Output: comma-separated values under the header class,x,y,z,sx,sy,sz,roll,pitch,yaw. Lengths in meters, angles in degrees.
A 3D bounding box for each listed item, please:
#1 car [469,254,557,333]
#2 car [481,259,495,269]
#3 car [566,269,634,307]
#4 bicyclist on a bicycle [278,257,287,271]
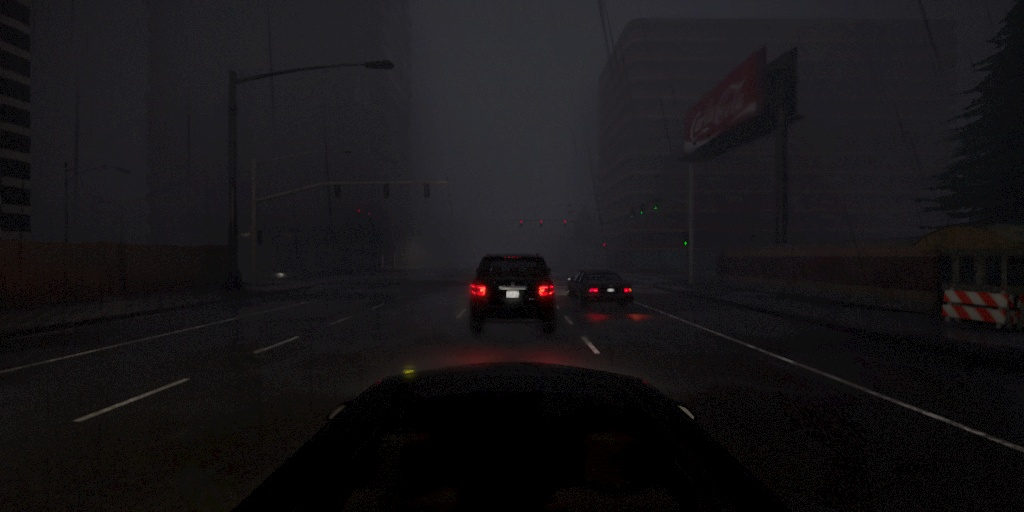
class,x,y,z,sx,sy,sz,roll,pitch,yaw
car,0.042,0.957,10.769,2.150,2.045,5.566,0,0,1
car,-3.563,1.191,54.959,1.812,1.442,4.674,0,0,0
car,3.574,1.275,15.402,2.033,1.411,5.357,0,0,0
bicyclist on a bicycle,-28.012,0.984,43.758,0.582,1.620,1.656,0,0,0
